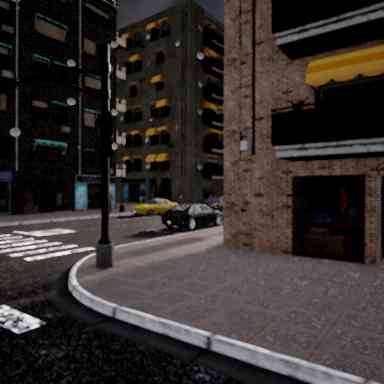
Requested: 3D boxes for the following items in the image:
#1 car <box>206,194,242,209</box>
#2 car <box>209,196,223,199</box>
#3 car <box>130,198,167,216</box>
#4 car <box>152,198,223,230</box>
[{"bbox_3d":[3.661,1.022,36.907,1.752,1.417,4.829,1,1,36],"label":"car"},{"bbox_3d":[2.315,1.122,30.899,2.033,1.411,5.357,0,1,36],"label":"car"},{"bbox_3d":[-3.026,1.162,27.747,1.752,1.417,4.829,1,1,36],"label":"car"},{"bbox_3d":[0.114,1.281,18.683,2.008,1.369,4.403,1,1,36],"label":"car"}]
